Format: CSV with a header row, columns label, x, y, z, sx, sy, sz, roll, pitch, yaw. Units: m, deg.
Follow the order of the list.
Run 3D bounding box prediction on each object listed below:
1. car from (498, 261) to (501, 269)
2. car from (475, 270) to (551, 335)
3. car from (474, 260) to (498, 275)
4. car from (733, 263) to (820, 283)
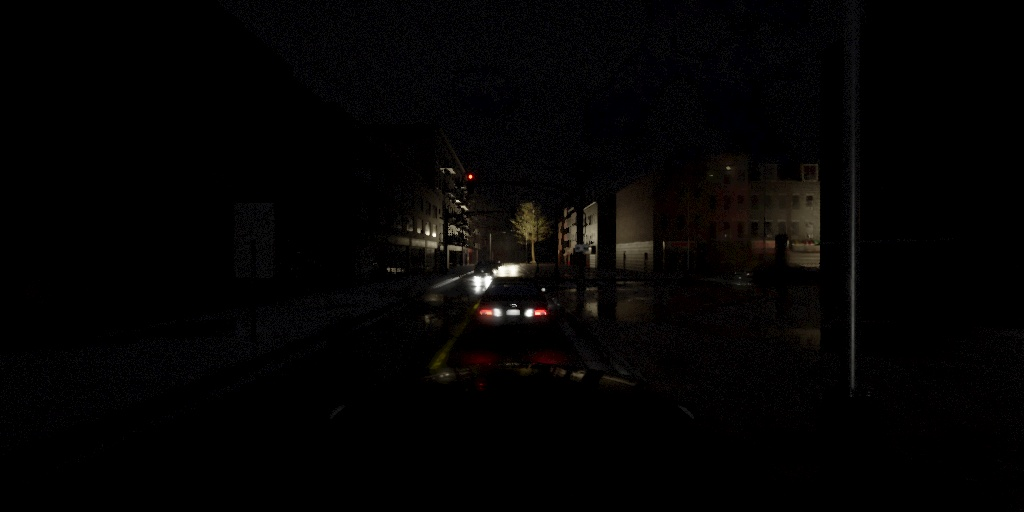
label,x,y,z,sx,sy,sz,roll,pitch,yaw
car,-2.943,1.332,51.520,1.994,1.385,4.181,0,0,0
car,0.046,1.297,10.448,2.033,1.411,5.357,0,0,0
car,-2.917,1.248,37.945,2.128,1.511,4.902,0,0,0
car,19.236,1.183,26.086,5.357,1.411,2.033,0,0,0
